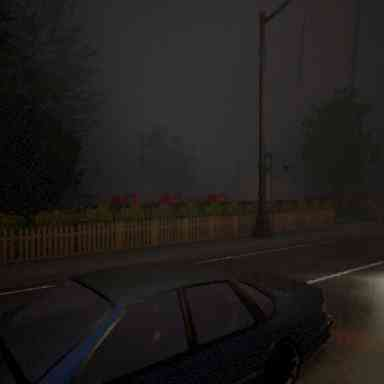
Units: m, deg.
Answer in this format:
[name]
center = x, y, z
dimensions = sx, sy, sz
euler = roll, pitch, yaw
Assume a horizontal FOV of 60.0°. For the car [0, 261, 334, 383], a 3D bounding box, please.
[car]
center = -0.589, 1.548, 3.461
dimensions = 5.357, 1.411, 2.033
euler = 0, 0, -39
